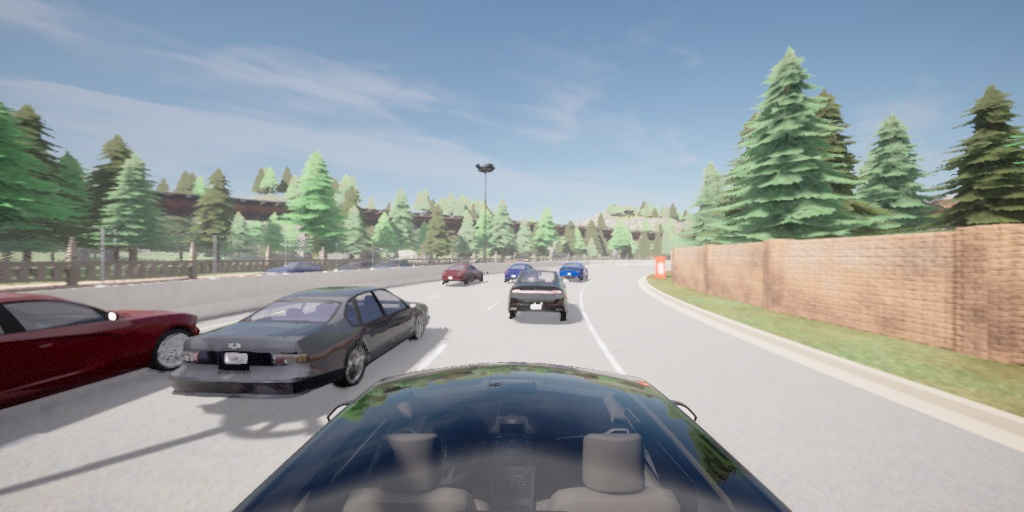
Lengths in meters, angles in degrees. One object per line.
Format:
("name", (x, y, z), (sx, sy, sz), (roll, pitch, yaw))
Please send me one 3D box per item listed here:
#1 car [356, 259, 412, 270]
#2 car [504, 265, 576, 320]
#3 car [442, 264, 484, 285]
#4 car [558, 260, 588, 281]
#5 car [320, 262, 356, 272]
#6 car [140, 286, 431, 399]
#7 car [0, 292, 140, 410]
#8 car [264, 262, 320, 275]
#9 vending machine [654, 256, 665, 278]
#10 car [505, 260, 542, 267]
("car", (-9.961, 1.063, 29.073), (2.097, 1.767, 4.553), (0, 0, 17))
("car", (0.993, 1.249, 12.686), (2.128, 1.511, 4.902), (0, 0, 7))
("car", (-3.459, 1.266, 25.764), (1.812, 1.442, 4.674), (0, 0, 15))
("car", (5.278, 1.261, 30.349), (1.882, 1.535, 5.008), (0, 0, 19))
("car", (-13.282, 1.201, 30.231), (1.837, 1.490, 4.892), (0, 0, 16))
("car", (-3.163, 1.284, 6.833), (2.033, 1.411, 5.357), (0, 0, 4))
("car", (-6.725, 1.197, 4.560), (1.882, 1.535, 5.008), (0, 0, 2))
("car", (-17.341, 1.202, 28.739), (1.812, 1.442, 4.674), (0, 0, 15))
("vending machine", (13.228, 1.017, 31.989), (1.100, 2.100, 0.880), (0, 0, 22))
("car", (0.776, 1.287, 27.849), (1.812, 1.442, 4.674), (0, 0, 17))
